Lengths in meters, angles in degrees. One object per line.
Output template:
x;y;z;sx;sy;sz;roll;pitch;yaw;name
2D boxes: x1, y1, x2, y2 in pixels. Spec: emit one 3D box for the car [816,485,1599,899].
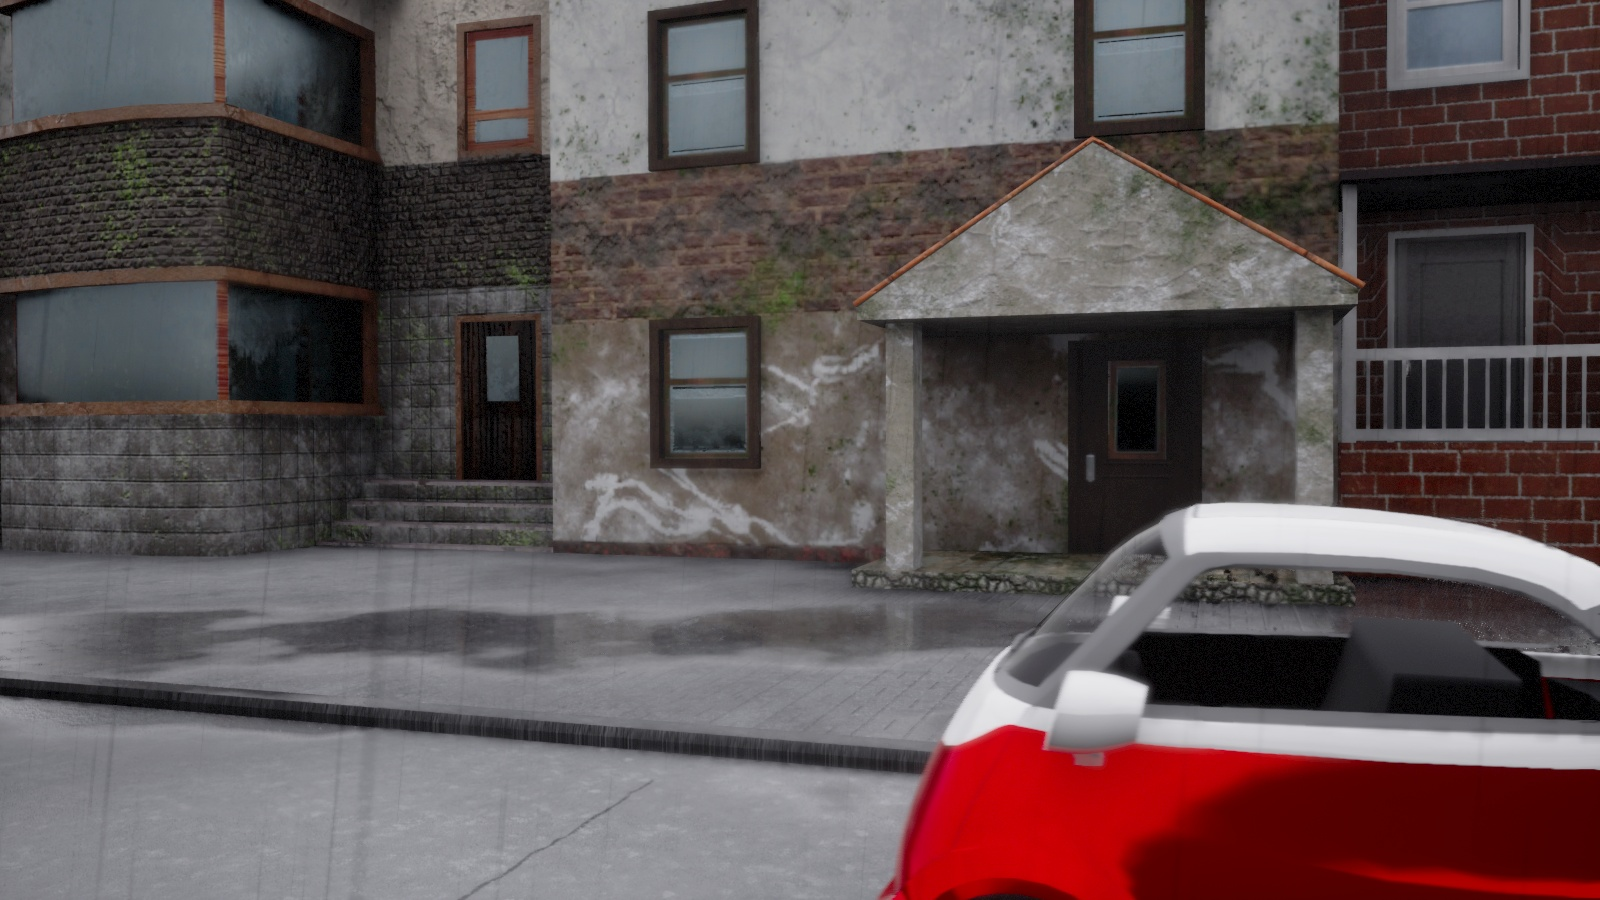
1.322;0.834;3.276;2.207;1.376;1.481;1;1;19;car
